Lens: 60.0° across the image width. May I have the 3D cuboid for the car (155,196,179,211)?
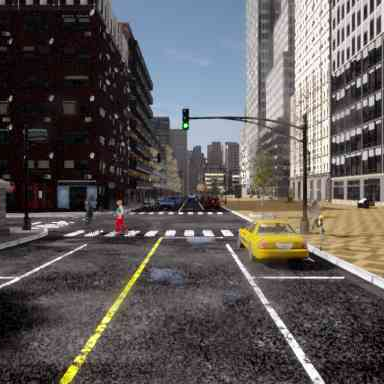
[{"bbox_3d":[-3.104,1.566,41.892,2.033,1.411,5.357,0,0,0],"label":"car"}]

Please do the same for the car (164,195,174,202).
[{"bbox_3d":[-5.708,1.524,82.876,1.967,1.590,4.097,0,0,0],"label":"car"}]

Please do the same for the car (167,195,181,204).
[{"bbox_3d":[-3.094,1.507,52.078,1.882,1.535,5.008,0,0,0],"label":"car"}]

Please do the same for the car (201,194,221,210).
[{"bbox_3d":[2.678,1.336,44.192,2.192,1.841,5.009,0,0,0],"label":"car"}]

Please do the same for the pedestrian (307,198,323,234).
[{"bbox_3d":[6.093,1.144,16.459,0.375,1.860,0.375,0,0,0],"label":"pedestrian"}]

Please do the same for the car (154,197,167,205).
[{"bbox_3d":[-5.703,1.594,60.769,2.008,1.369,4.403,0,0,0],"label":"car"}]

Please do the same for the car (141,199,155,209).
[{"bbox_3d":[-5.700,1.571,44.190,2.008,1.369,4.403,0,0,0],"label":"car"}]

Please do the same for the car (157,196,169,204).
[{"bbox_3d":[-5.704,1.597,66.295,1.887,1.381,4.507,0,0,0],"label":"car"}]

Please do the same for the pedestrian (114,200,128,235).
[{"bbox_3d":[-3.674,1.305,17.119,0.375,1.860,0.375,0,0,0],"label":"pedestrian"}]

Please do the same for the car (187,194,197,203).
[{"bbox_3d":[-0.012,1.618,73.383,1.994,1.385,4.181,0,0,0],"label":"car"}]

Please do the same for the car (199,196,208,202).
[{"bbox_3d":[2.674,1.618,77.351,1.887,1.381,4.507,0,0,0],"label":"car"}]

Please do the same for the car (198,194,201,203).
[{"bbox_3d":[2.675,1.367,66.297,2.192,1.841,5.009,0,0,0],"label":"car"}]

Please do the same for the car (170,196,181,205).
[{"bbox_3d":[-3.072,1.552,62.357,1.837,1.490,4.892,0,0,1],"label":"car"}]

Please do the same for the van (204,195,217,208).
[{"bbox_3d":[2.677,1.368,49.717,1.690,1.788,3.998,0,0,0],"label":"van"}]

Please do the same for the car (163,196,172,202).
[{"bbox_3d":[-5.706,1.655,77.350,1.802,1.307,4.206,0,0,0],"label":"car"}]

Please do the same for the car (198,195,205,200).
[{"bbox_3d":[2.672,1.633,94.101,1.752,1.417,4.829,0,0,0],"label":"car"}]

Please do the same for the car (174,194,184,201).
[{"bbox_3d":[-3.012,1.213,77.545,2.128,1.511,4.902,0,0,0],"label":"car"}]

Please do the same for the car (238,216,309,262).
[{"bbox_3d":[2.684,1.526,11.948,1.752,1.417,4.829,0,0,0],"label":"car"}]

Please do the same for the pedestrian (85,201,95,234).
[{"bbox_3d":[-5.437,1.306,17.657,0.375,1.860,0.375,0,0,0],"label":"pedestrian"}]

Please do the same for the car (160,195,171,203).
[{"bbox_3d":[-5.706,1.503,71.823,1.967,1.590,4.097,0,0,0],"label":"car"}]
